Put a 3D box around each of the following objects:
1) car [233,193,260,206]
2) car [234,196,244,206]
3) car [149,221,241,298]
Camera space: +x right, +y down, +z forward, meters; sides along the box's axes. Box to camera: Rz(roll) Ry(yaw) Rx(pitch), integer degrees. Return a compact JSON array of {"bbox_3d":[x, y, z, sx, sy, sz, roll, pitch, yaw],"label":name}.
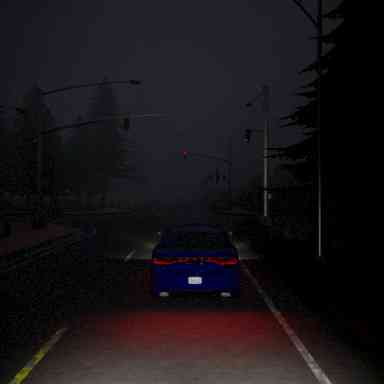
[{"bbox_3d":[8.549,1.146,52.059,3.866,1.878,1.905,0,0,0],"label":"car"},{"bbox_3d":[8.958,1.144,49.548,4.605,1.855,1.932,0,0,0],"label":"car"},{"bbox_3d":[0.079,1.478,8.597,1.882,1.535,5.008,0,0,1],"label":"car"}]
